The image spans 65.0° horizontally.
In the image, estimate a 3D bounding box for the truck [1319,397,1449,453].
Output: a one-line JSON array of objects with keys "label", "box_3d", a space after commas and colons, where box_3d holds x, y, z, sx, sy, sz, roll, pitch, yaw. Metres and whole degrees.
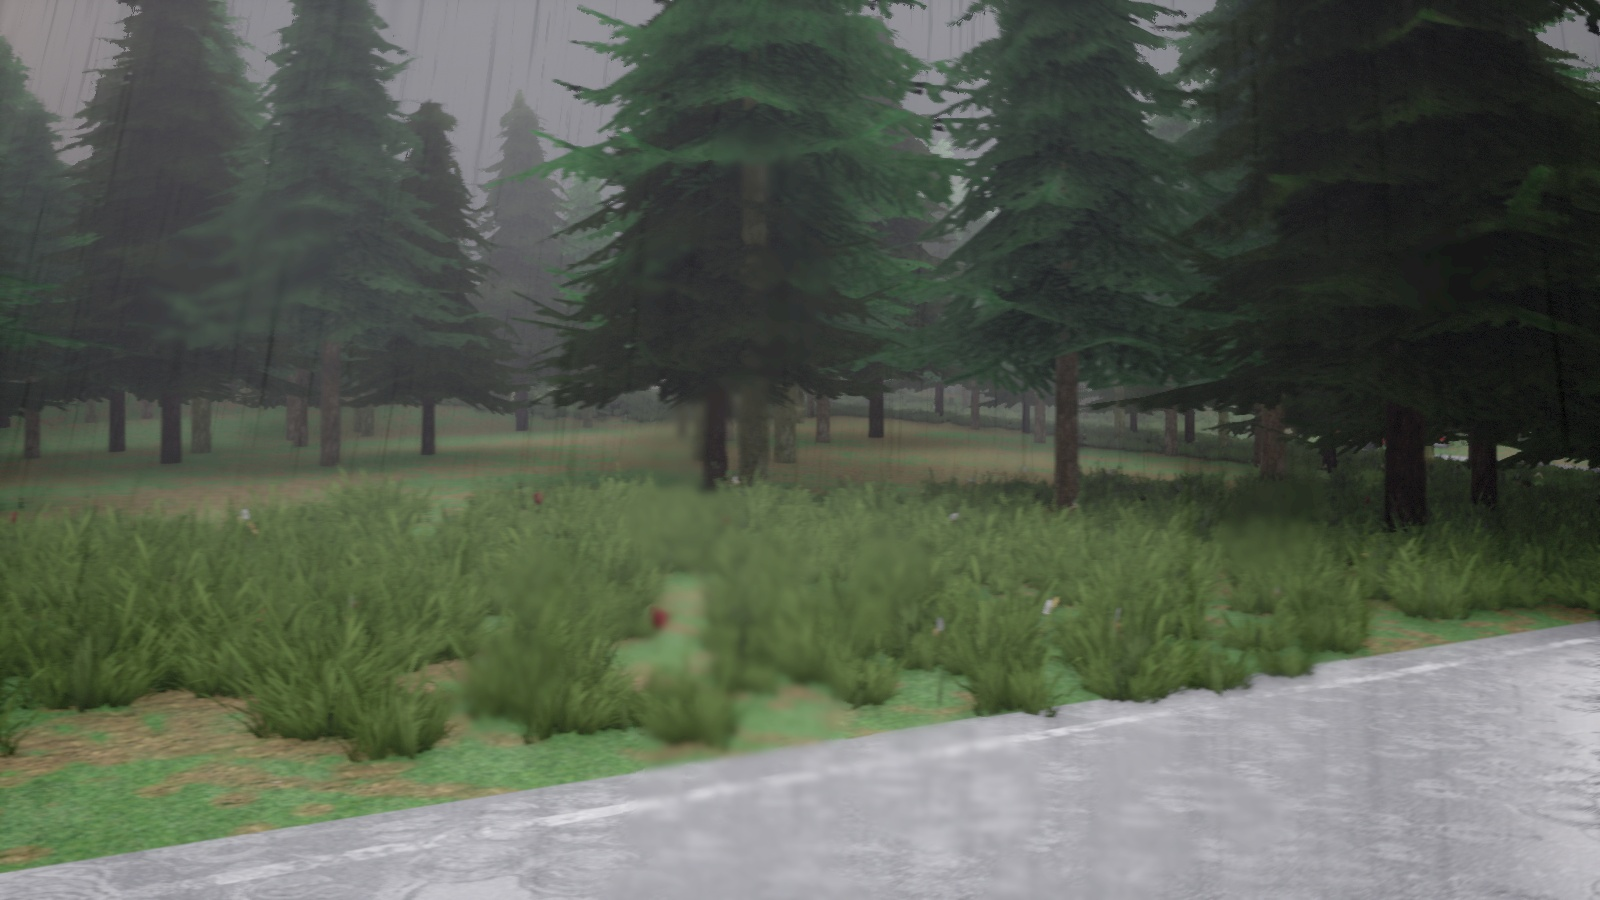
[{"label": "truck", "box_3d": [29.387, -1.288, 63.377, 2.627, 2.467, 5.204, 1, 4, -31]}]
